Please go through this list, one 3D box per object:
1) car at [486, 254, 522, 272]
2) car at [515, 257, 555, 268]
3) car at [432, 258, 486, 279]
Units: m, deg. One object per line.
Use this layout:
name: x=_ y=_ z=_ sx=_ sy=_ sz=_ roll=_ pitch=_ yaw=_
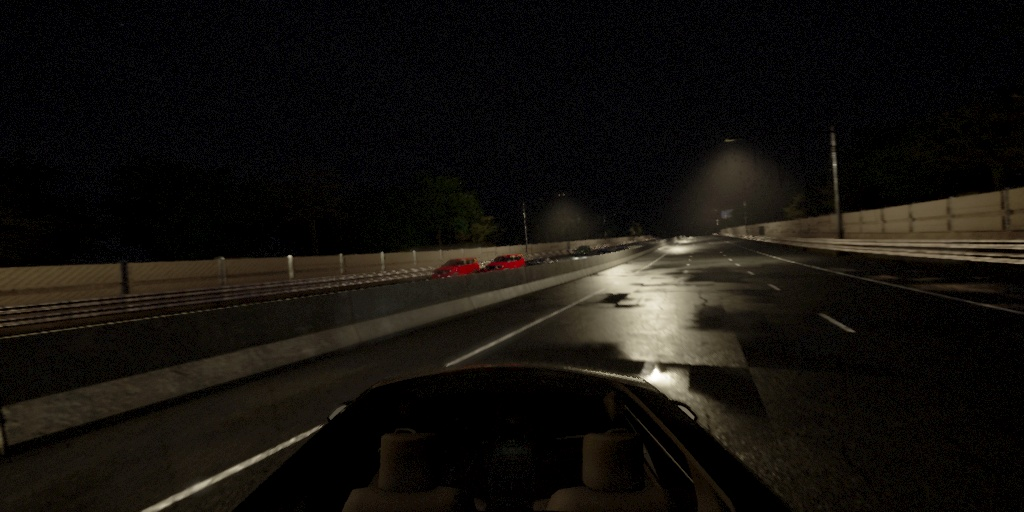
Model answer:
car: x=-0.601 y=0.932 z=34.959 sx=2.150 sy=2.045 sz=5.566 roll=-4 pitch=0 yaw=28
car: x=2.643 y=0.973 z=33.590 sx=2.128 sy=1.511 sz=4.902 roll=-4 pitch=0 yaw=28
car: x=-5.135 y=1.275 z=33.822 sx=2.150 sy=2.045 sz=5.566 roll=-4 pitch=1 yaw=28
